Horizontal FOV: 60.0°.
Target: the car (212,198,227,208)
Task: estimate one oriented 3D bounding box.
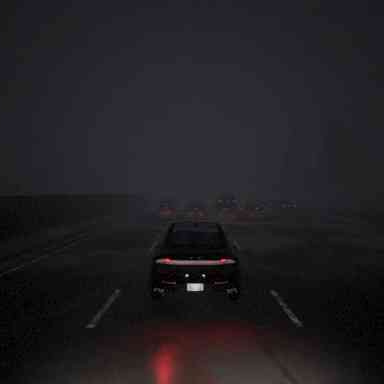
[{"bbox_3d":[4.101,1.601,49.395,1.895,1.301,4.718,0,0,1],"label":"car"}]

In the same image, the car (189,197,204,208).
[{"bbox_3d":[0.601,1.492,49.409,2.128,1.511,4.902,0,0,1],"label":"car"}]

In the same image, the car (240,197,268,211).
[{"bbox_3d":[7.491,1.601,40.599,1.895,1.301,4.718,0,0,1],"label":"car"}]

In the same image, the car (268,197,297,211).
[{"bbox_3d":[10.980,1.547,39.692,2.033,1.411,5.357,0,0,1],"label":"car"}]

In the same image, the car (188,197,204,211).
[{"bbox_3d":[0.487,1.601,40.269,1.895,1.301,4.718,0,0,1],"label":"car"}]

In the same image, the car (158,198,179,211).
[{"bbox_3d":[-3.008,1.505,40.700,1.837,1.490,4.892,0,0,1],"label":"car"}]

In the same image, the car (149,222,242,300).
[{"bbox_3d":[0.089,1.492,8.379,2.128,1.511,4.902,0,0,1],"label":"car"}]

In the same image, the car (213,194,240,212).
[{"bbox_3d":[3.981,1.221,39.809,2.150,2.045,5.566,0,0,1],"label":"car"}]
